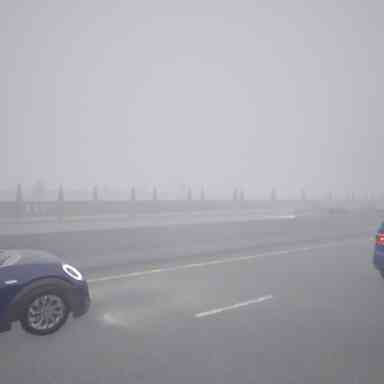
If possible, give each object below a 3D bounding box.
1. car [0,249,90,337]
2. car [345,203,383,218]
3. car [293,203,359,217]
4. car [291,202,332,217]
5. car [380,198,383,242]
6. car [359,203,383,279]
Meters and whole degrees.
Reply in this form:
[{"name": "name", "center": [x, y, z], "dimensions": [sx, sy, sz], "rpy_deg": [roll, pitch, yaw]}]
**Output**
[{"name": "car", "center": [-3.999, 1.349, 5.174], "dimensions": [4.553, 1.767, 2.097], "rpy_deg": [0, 0, -36]}, {"name": "car", "center": [17.605, 1.815, 33.734], "dimensions": [4.181, 1.385, 1.994], "rpy_deg": [1, 0, -35]}, {"name": "car", "center": [9.707, 1.698, 23.815], "dimensions": [5.357, 1.411, 2.033], "rpy_deg": [1, 0, -35]}, {"name": "car", "center": [12.358, 1.781, 34.300], "dimensions": [4.181, 1.385, 1.994], "rpy_deg": [1, 0, -35]}, {"name": "car", "center": [11.814, 1.353, 16.482], "dimensions": [5.566, 2.045, 2.150], "rpy_deg": [1, 0, -36]}, {"name": "car", "center": [6.949, 1.291, 8.709], "dimensions": [5.566, 2.045, 2.150], "rpy_deg": [0, 0, -36]}]
